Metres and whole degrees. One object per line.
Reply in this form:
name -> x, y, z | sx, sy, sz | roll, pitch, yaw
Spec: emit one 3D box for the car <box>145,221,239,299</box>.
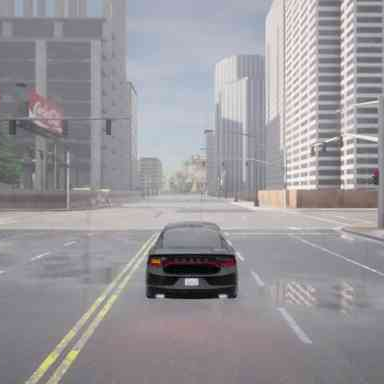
car -> 0.001, 1.478, 8.499 | 1.882, 1.535, 5.008 | 0, 0, 0
